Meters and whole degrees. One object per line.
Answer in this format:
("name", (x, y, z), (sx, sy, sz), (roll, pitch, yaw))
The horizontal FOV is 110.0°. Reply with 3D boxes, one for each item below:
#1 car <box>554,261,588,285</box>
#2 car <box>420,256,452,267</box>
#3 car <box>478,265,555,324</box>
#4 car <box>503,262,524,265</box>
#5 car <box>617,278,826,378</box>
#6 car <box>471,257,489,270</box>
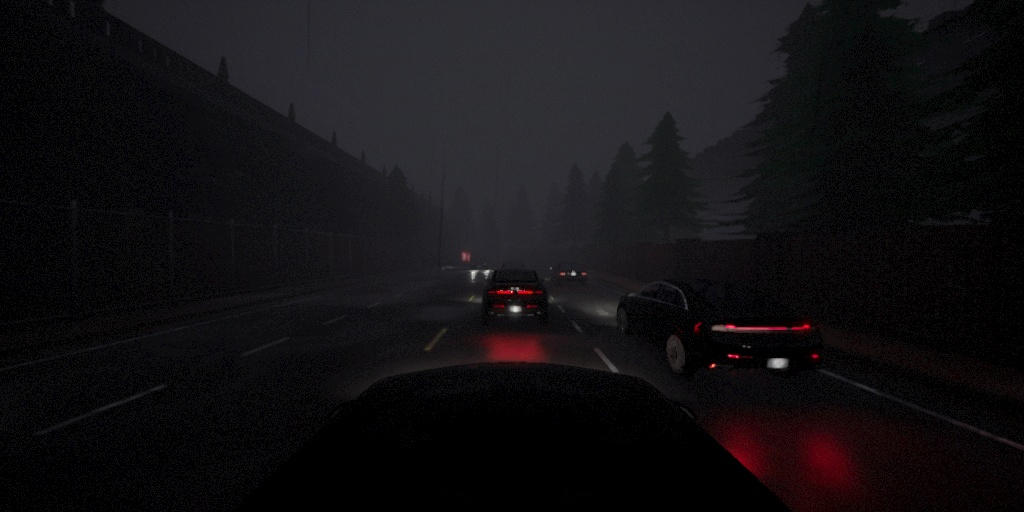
("car", (3.569, 1.052, 23.219), (2.033, 1.411, 5.357), (0, 1, 0))
("car", (-10.559, 0.752, 49.555), (5.357, 1.411, 2.033), (1, 1, 41))
("car", (0.087, 1.138, 11.441), (1.837, 1.490, 4.892), (0, -1, 0))
("car", (0.085, 1.069, 26.447), (1.895, 1.301, 4.718), (0, 1, 0))
("car", (3.560, 1.180, 7.198), (2.128, 1.511, 4.902), (0, 1, 0))
("car", (-3.684, 0.824, 41.289), (1.812, 1.442, 4.674), (0, 1, -4))
